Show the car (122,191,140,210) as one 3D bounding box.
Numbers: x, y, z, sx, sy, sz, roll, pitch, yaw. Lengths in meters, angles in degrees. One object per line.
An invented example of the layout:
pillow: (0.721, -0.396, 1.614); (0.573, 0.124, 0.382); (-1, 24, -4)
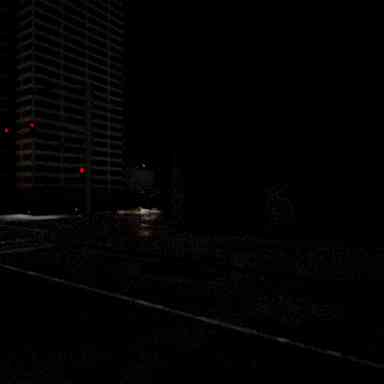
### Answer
car: (-7.767, 1.169, 42.400); (2.150, 2.045, 5.566); (0, 0, 35)

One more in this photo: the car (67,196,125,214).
car: (-9.602, 1.445, 33.731); (2.128, 1.511, 4.902); (0, 0, 35)

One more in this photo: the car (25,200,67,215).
car: (-13.914, 1.494, 33.691); (2.033, 1.411, 5.357); (0, 0, 35)

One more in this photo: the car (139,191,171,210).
car: (-3.620, 1.175, 42.198); (2.150, 2.045, 5.566); (0, 0, 36)
